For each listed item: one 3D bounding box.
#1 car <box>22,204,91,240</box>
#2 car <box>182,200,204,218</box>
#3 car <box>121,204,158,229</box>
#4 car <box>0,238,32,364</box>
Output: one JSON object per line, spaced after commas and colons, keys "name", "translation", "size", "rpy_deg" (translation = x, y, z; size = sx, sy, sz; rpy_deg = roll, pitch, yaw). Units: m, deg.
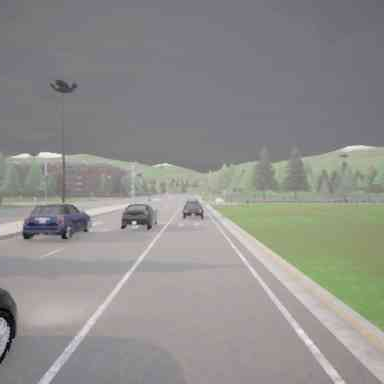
{"name": "car", "translation": [-6.902, 1.395, 17.483], "size": [2.097, 1.767, 4.553], "rpy_deg": [0, 0, 0]}
{"name": "car", "translation": [0.097, 1.678, 30.619], "size": [1.895, 1.301, 4.718], "rpy_deg": [0, 0, 0]}
{"name": "car", "translation": [-3.401, 1.560, 21.997], "size": [1.837, 1.490, 4.892], "rpy_deg": [0, 0, 0]}
{"name": "car", "translation": [-3.396, 1.512, 2.812], "size": [1.837, 1.490, 4.892], "rpy_deg": [0, 0, 0]}
